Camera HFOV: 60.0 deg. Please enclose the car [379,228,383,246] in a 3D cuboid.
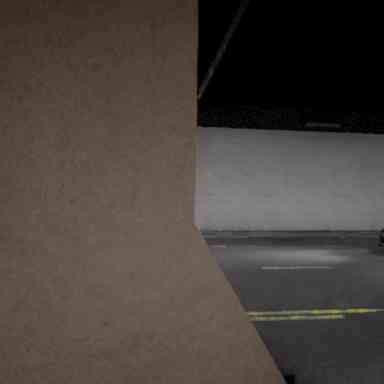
[{"bbox_3d":[9.433,1.521,12.169,4.902,1.511,2.128,1,1,-6],"label":"car"}]
